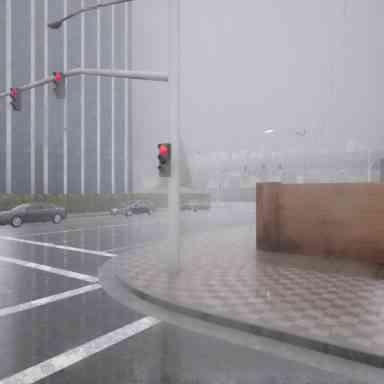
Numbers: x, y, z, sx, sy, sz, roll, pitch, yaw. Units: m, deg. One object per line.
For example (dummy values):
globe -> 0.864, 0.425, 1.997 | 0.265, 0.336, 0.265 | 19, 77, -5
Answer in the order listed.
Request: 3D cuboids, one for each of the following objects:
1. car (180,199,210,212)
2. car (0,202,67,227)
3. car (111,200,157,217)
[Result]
car -> 0.415, 1.564, 39.099 | 1.994, 1.385, 4.181 | 0, 0, 35
car -> -11.062, 1.505, 22.959 | 1.837, 1.490, 4.892 | 0, 0, 35
car -> -5.357, 1.491, 30.992 | 2.128, 1.511, 4.902 | 0, 0, 35
